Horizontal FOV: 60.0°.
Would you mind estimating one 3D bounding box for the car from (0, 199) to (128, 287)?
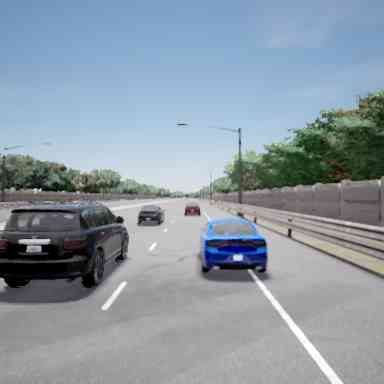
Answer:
[{"bbox_3d":[-3.402,1.349,9.850,2.150,2.045,5.566,0,-1,0],"label":"car"}]

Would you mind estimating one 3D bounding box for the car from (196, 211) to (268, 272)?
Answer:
[{"bbox_3d":[1.223,1.625,11.304,1.882,1.535,5.008,0,-1,0],"label":"car"}]

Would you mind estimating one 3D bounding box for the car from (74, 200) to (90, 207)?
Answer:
[{"bbox_3d":[-24.510,2.581,74.322,2.128,1.511,4.902,0,-1,0],"label":"car"}]

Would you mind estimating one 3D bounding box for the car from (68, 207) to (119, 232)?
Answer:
[{"bbox_3d":[-6.898,1.863,23.909,2.033,1.411,5.357,0,-1,0],"label":"car"}]

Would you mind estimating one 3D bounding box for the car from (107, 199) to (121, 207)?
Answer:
[{"bbox_3d":[-17.511,2.414,75.189,2.097,1.767,4.553,0,-1,0],"label":"car"}]

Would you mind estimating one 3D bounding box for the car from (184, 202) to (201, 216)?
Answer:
[{"bbox_3d":[0.077,2.031,40.522,1.882,1.535,5.008,0,-1,0],"label":"car"}]

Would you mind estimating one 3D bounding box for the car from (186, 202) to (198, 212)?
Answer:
[{"bbox_3d":[-0.007,2.236,50.771,1.812,1.442,4.674,0,-1,0],"label":"car"}]

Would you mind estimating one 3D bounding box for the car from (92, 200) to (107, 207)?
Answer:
[{"bbox_3d":[-21.010,2.585,75.572,2.128,1.511,4.902,0,-1,0],"label":"car"}]

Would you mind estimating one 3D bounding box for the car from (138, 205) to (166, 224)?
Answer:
[{"bbox_3d":[-3.404,1.881,28.305,1.837,1.490,4.892,0,-1,0],"label":"car"}]
